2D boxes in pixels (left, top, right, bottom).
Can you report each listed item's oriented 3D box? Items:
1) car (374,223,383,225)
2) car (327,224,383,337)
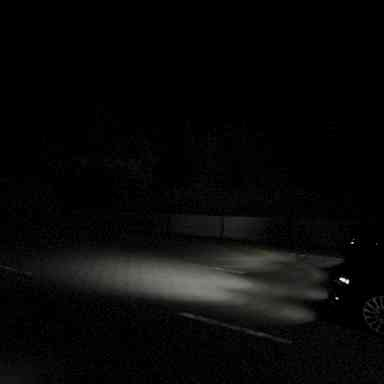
[{"bbox_3d":[6.689,1.220,7.820,5.566,2.045,2.150,0,0,36],"label":"car"},{"bbox_3d":[4.669,1.492,4.961,4.902,1.511,2.128,0,0,36],"label":"car"}]
